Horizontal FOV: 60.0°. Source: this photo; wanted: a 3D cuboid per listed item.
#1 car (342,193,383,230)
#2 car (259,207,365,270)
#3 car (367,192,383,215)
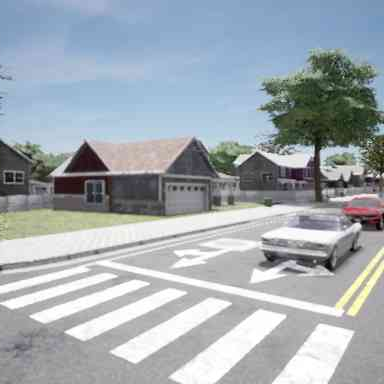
[{"bbox_3d":[9.316,1.034,17.827,1.882,1.535,5.008,1,2,36],"label":"car"},{"bbox_3d":[3.840,1.336,10.339,1.895,1.301,4.718,1,2,36],"label":"car"},{"bbox_3d":[15.372,0.851,26.093,2.128,1.511,4.902,1,2,36],"label":"car"}]
